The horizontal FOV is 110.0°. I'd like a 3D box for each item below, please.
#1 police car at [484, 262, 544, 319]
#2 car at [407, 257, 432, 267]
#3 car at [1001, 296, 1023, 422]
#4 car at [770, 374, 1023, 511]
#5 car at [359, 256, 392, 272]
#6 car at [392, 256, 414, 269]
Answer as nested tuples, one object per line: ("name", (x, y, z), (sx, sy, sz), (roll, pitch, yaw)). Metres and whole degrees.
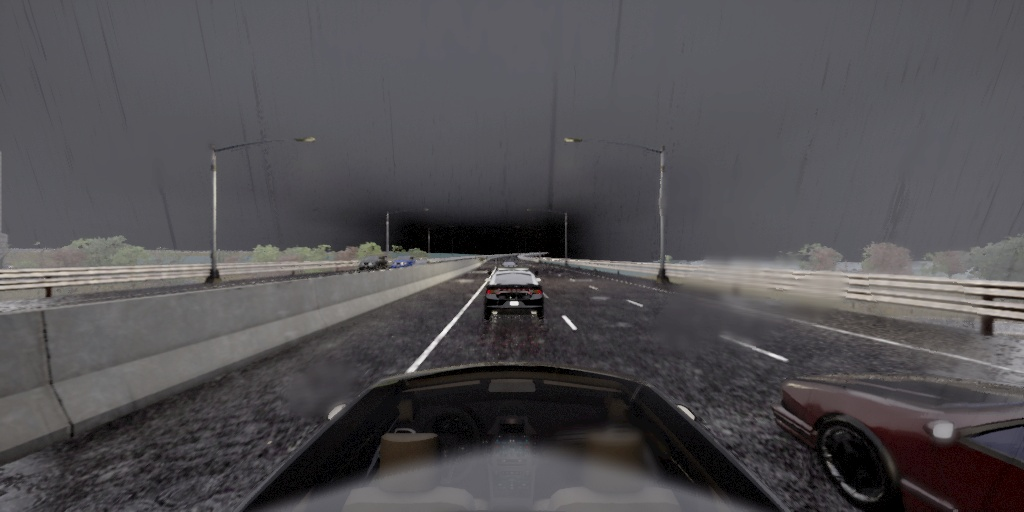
("police car", (0.050, 1.174, 13.014), (1.930, 1.638, 5.238), (0, 0, 0))
("car", (-11.096, 1.246, 44.425), (1.837, 1.490, 4.892), (0, 0, -1))
("car", (7.093, 1.254, 2.080), (1.837, 1.490, 4.892), (0, 0, 0))
("car", (3.598, 1.297, 1.214), (2.033, 1.411, 5.357), (0, 0, 0))
("car", (-18.136, 0.964, 47.204), (2.150, 2.045, 5.566), (0, 0, -1))
("car", (-14.662, 0.961, 48.857), (2.150, 2.045, 5.566), (0, 0, -1))
